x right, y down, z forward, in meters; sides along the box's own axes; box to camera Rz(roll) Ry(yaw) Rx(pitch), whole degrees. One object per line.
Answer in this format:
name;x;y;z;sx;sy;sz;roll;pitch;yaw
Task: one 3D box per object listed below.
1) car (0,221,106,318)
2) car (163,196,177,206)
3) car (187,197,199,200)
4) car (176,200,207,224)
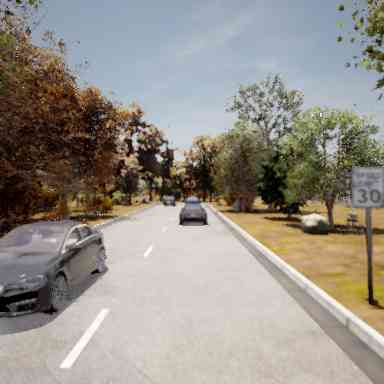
car;-3.354;1.480;7.651;2.128;1.511;4.902;0;0;0
car;-3.343;1.361;50.493;2.128;1.511;4.902;0;0;0
car;0.079;1.379;41.926;1.882;1.535;5.008;0;0;0
car;0.088;1.519;24.293;1.994;1.385;4.181;0;0;0
